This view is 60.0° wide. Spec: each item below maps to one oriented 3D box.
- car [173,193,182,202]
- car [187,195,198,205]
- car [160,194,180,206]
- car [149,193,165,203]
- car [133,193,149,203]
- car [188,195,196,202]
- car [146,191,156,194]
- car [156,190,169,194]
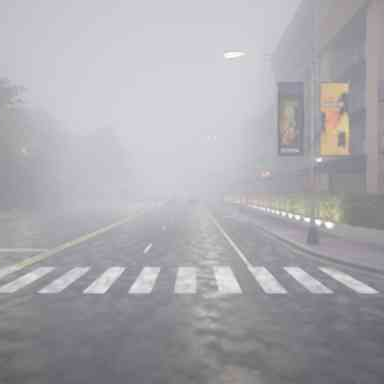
[{"bbox_3d":[-3.500,1.182,76.081,2.150,2.045,5.566,0,0,0],"label":"car"},{"bbox_3d":[0.061,1.492,58.561,1.812,1.442,4.674,0,0,0],"label":"car"},{"bbox_3d":[-3.474,1.517,54.220,2.033,1.411,5.357,0,0,0],"label":"car"},{"bbox_3d":[-7.004,1.462,67.131,1.837,1.490,4.892,0,0,0],"label":"car"},{"bbox_3d":[-10.505,1.517,67.137,1.994,1.385,4.181,0,0,0],"label":"car"},{"bbox_3d":[0.000,1.434,76.197,1.882,1.535,5.008,0,0,0],"label":"car"},{"bbox_3d":[-10.500,1.152,83.816,2.097,1.767,4.553,0,0,0],"label":"car"},{"bbox_3d":[-7.000,1.022,83.756,2.150,2.045,5.566,0,0,0],"label":"car"}]
